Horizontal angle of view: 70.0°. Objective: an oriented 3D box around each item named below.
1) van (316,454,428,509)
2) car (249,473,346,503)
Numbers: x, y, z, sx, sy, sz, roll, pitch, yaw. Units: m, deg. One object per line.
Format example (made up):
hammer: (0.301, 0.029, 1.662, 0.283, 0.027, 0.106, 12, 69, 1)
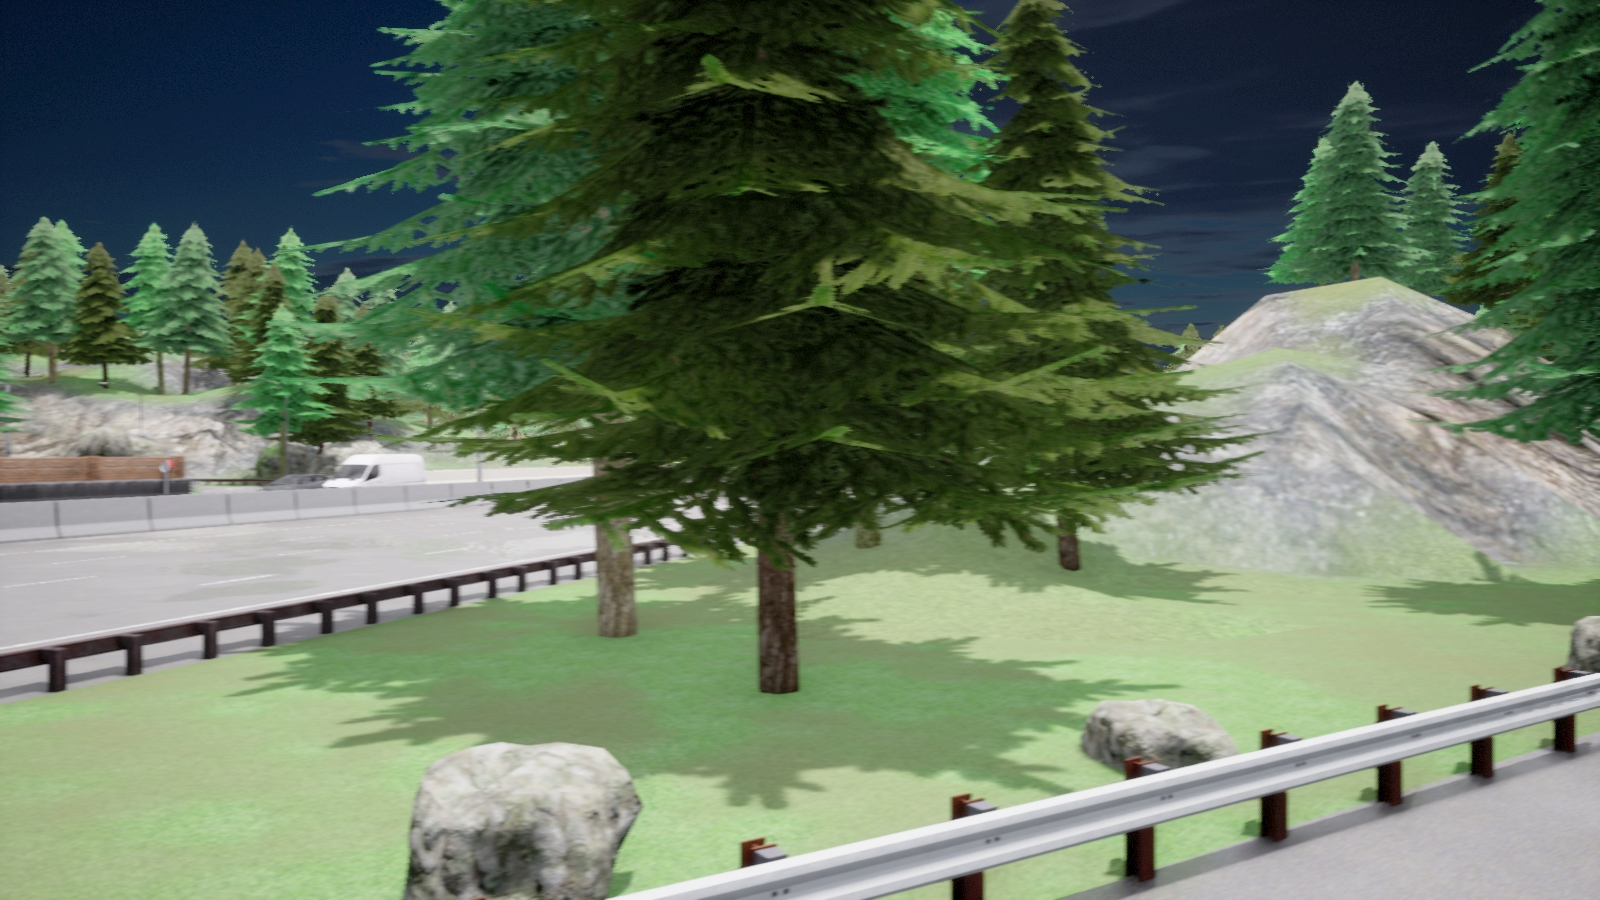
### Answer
van: (-21.307, 1.501, 57.219, 1.988, 2.561, 5.915, 0, 0, 19)
car: (-27.151, 2.025, 61.911, 2.163, 1.488, 4.792, 0, 0, 19)
